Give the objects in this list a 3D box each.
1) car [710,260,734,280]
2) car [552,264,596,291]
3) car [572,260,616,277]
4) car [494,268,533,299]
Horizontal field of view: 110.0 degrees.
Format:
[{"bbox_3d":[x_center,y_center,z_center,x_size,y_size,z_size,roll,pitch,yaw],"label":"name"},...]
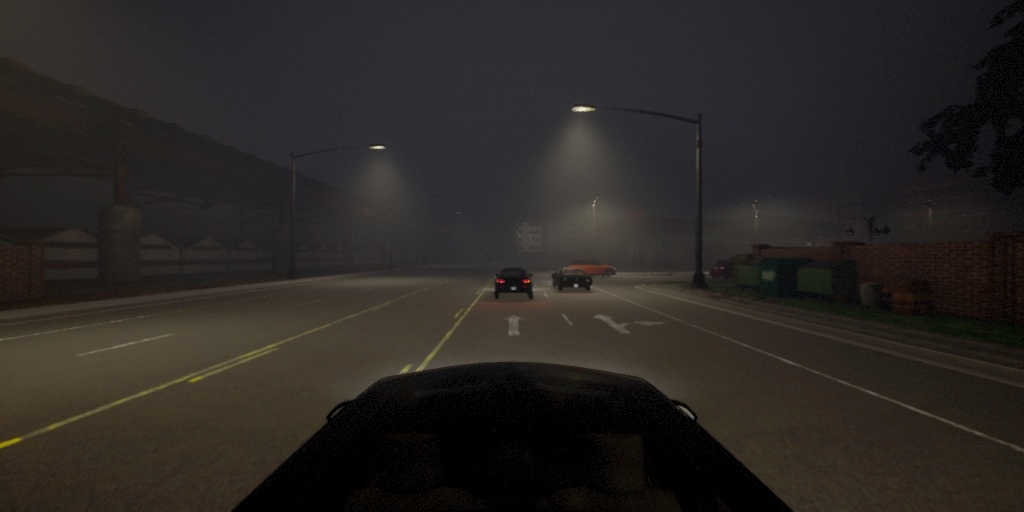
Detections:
[{"bbox_3d":[19.999,1.142,31.420,4.553,1.767,2.097,0,0,0],"label":"car"},{"bbox_3d":[3.601,1.386,22.378,1.895,1.301,4.718,0,0,0],"label":"car"},{"bbox_3d":[7.752,1.142,34.856,4.553,1.767,2.097,0,0,-5],"label":"car"},{"bbox_3d":[0.103,1.312,18.400,1.812,1.442,4.674,0,-1,1],"label":"car"}]
